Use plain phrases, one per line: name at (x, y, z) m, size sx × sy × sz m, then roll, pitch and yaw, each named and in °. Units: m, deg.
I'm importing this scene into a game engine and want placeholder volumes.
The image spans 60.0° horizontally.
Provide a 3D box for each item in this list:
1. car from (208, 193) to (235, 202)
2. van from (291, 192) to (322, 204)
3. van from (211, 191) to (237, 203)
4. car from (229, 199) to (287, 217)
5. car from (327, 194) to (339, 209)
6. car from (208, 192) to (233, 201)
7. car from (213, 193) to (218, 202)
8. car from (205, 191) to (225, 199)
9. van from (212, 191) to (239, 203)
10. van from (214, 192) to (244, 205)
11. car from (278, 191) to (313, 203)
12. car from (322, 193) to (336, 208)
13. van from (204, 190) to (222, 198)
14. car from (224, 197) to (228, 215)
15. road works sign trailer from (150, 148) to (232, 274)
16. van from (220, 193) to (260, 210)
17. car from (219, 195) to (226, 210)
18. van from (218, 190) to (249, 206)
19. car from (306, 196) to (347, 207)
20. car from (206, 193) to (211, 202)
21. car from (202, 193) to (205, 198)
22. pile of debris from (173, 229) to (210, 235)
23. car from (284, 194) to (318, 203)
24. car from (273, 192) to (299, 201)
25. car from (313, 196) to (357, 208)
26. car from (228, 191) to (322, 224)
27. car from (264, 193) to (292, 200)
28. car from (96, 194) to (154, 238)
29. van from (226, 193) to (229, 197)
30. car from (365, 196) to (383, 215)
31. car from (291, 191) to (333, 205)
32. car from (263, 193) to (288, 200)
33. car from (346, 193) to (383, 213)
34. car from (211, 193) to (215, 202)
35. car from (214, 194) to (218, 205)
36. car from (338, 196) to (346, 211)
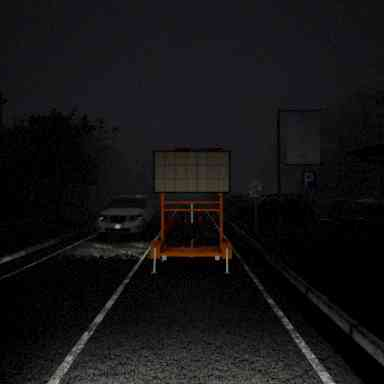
car at (5.517, 1.055, 62.516) m, size 4.892 × 1.521 × 2.231 m, roll 0°, pitch 1°, yaw 0°
van at (18.750, 0.930, 54.719) m, size 4.442 × 1.987 × 1.878 m, roll 0°, pitch 1°, yaw 0°
van at (5.651, 0.864, 59.710) m, size 4.442 × 1.987 × 1.878 m, roll 0°, pitch 1°, yaw 0°
car at (5.657, 1.404, 28.869) m, size 4.674 × 1.452 × 2.002 m, roll 0°, pitch 0°, yaw 0°
car at (18.693, 1.316, 38.062) m, size 5.008 × 1.535 × 2.097 m, roll 0°, pitch 0°, yaw 0°
car at (5.543, 0.892, 65.317) m, size 4.553 × 1.767 × 2.185 m, roll 0°, pitch 1°, yaw 0°
car at (5.586, 1.297, 45.695) m, size 4.674 × 1.452 × 2.002 m, roll 0°, pitch 1°, yaw 0°
car at (5.426, 0.712, 79.332) m, size 4.553 × 1.767 × 2.185 m, roll 0°, pitch 1°, yaw 0°
van at (5.662, 0.900, 56.907) m, size 4.442 × 1.987 × 1.878 m, roll 0°, pitch 1°, yaw 0°
van at (5.684, 0.972, 51.303) m, size 4.442 × 1.987 × 1.878 m, roll 0°, pitch 1°, yaw 0°
car at (18.640, 0.833, 60.269) m, size 5.566 × 2.045 × 2.435 m, roll 0°, pitch 1°, yaw 0°
car at (18.872, 1.294, 40.840) m, size 5.366 × 1.575 × 1.946 m, roll 0°, pitch 0°, yaw 0°
van at (5.319, 0.540, 84.937) m, size 4.442 × 1.987 × 1.878 m, roll 0°, pitch 1°, yaw 0°
car at (5.480, 1.375, 26.065) m, size 5.366 × 1.575 × 1.946 m, roll 0°, pitch 0°, yaw 0°
road works sign trailer at (0.000, 0.435, 10.484) m, size 2.380 × 3.560 × 2.880 m, roll 0°, pitch 0°, yaw 1°
van at (5.727, 1.076, 40.083) m, size 4.442 × 1.987 × 1.878 m, roll 0°, pitch 0°, yaw 0°
car at (5.627, 1.335, 34.475) m, size 5.008 × 1.535 × 2.097 m, roll 0°, pitch 0°, yaw 0°
van at (5.505, 1.095, 37.280) m, size 4.442 × 1.987 × 1.878 m, roll 0°, pitch 0°, yaw 0°
car at (18.695, 1.280, 46.394) m, size 4.792 × 1.488 × 2.163 m, roll 0°, pitch 1°, yaw 0°
car at (5.528, 0.911, 54.102) m, size 5.566 × 2.045 × 2.435 m, roll 0°, pitch 1°, yaw 0°
car at (5.462, 0.695, 70.921) m, size 5.566 × 2.045 × 2.435 m, roll 0°, pitch 1°, yaw 0°
pile of debris at (-0.041, 2.102, 17.537) m, size 1.860 × 0.140 × 1.500 m, roll 0°, pitch 0°, yaw 0°
car at (18.809, 1.117, 57.497) m, size 5.366 × 1.575 × 1.946 m, roll 0°, pitch 1°, yaw 0°
car at (18.621, 0.887, 65.823) m, size 4.553 × 1.767 × 2.185 m, roll 0°, pitch 1°, yaw 0°
car at (18.647, 1.308, 43.611) m, size 4.792 × 1.488 × 2.163 m, roll 0°, pitch 1°, yaw 0°
car at (5.648, 1.140, 23.260) m, size 5.566 × 2.045 × 2.435 m, roll 0°, pitch 0°, yaw 0°
car at (18.383, 0.938, 71.373) m, size 5.366 × 1.575 × 1.946 m, roll 0°, pitch 1°, yaw 0°
car at (-3.294, 1.157, 17.467) m, size 2.150 × 2.045 × 5.566 m, roll 0°, pitch 0°, yaw 0°
van at (5.760, 1.124, 31.671) m, size 4.442 × 1.987 × 1.878 m, roll 0°, pitch 0°, yaw 0°
car at (18.736, 1.360, 29.734) m, size 5.008 × 1.535 × 2.097 m, roll 0°, pitch 0°, yaw 0°
car at (18.673, 0.940, 51.943) m, size 5.566 × 2.045 × 2.435 m, roll 0°, pitch 1°, yaw 0°
car at (18.563, 0.907, 74.150) m, size 4.892 × 1.521 × 2.231 m, roll 0°, pitch 1°, yaw 0°
car at (18.691, 1.095, 32.509) m, size 5.566 × 2.045 × 2.435 m, roll 0°, pitch 0°, yaw 0°
car at (5.584, 1.229, 48.497) m, size 4.892 × 1.521 × 2.231 m, roll 0°, pitch 1°, yaw 0°
car at (5.629, 1.312, 42.887) m, size 4.792 × 1.488 × 2.163 m, roll 0°, pitch 0°, yaw 0°
car at (18.703, 1.334, 35.284) m, size 4.892 × 1.521 × 2.231 m, roll 0°, pitch 0°, yaw 0°
